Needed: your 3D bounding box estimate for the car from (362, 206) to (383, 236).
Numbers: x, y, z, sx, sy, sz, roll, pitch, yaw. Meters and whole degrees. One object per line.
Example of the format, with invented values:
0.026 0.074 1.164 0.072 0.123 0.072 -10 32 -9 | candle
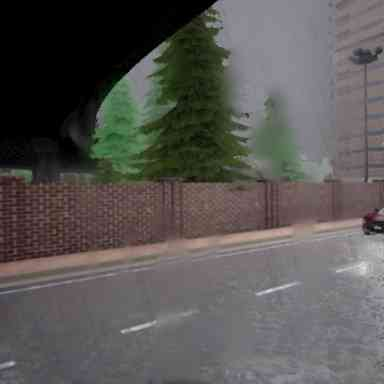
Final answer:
9.682 1.168 15.097 5.008 1.535 1.882 -1 1 -35 | car
